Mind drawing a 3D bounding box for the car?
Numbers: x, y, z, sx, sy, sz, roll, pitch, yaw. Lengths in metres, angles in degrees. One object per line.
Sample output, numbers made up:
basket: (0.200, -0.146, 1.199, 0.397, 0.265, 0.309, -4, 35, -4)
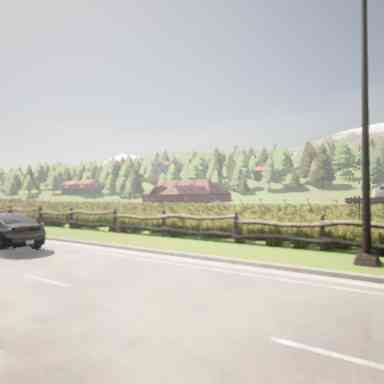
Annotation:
car: (-8.049, 1.648, 13.878, 4.892, 1.490, 1.837, 0, 0, 35)
